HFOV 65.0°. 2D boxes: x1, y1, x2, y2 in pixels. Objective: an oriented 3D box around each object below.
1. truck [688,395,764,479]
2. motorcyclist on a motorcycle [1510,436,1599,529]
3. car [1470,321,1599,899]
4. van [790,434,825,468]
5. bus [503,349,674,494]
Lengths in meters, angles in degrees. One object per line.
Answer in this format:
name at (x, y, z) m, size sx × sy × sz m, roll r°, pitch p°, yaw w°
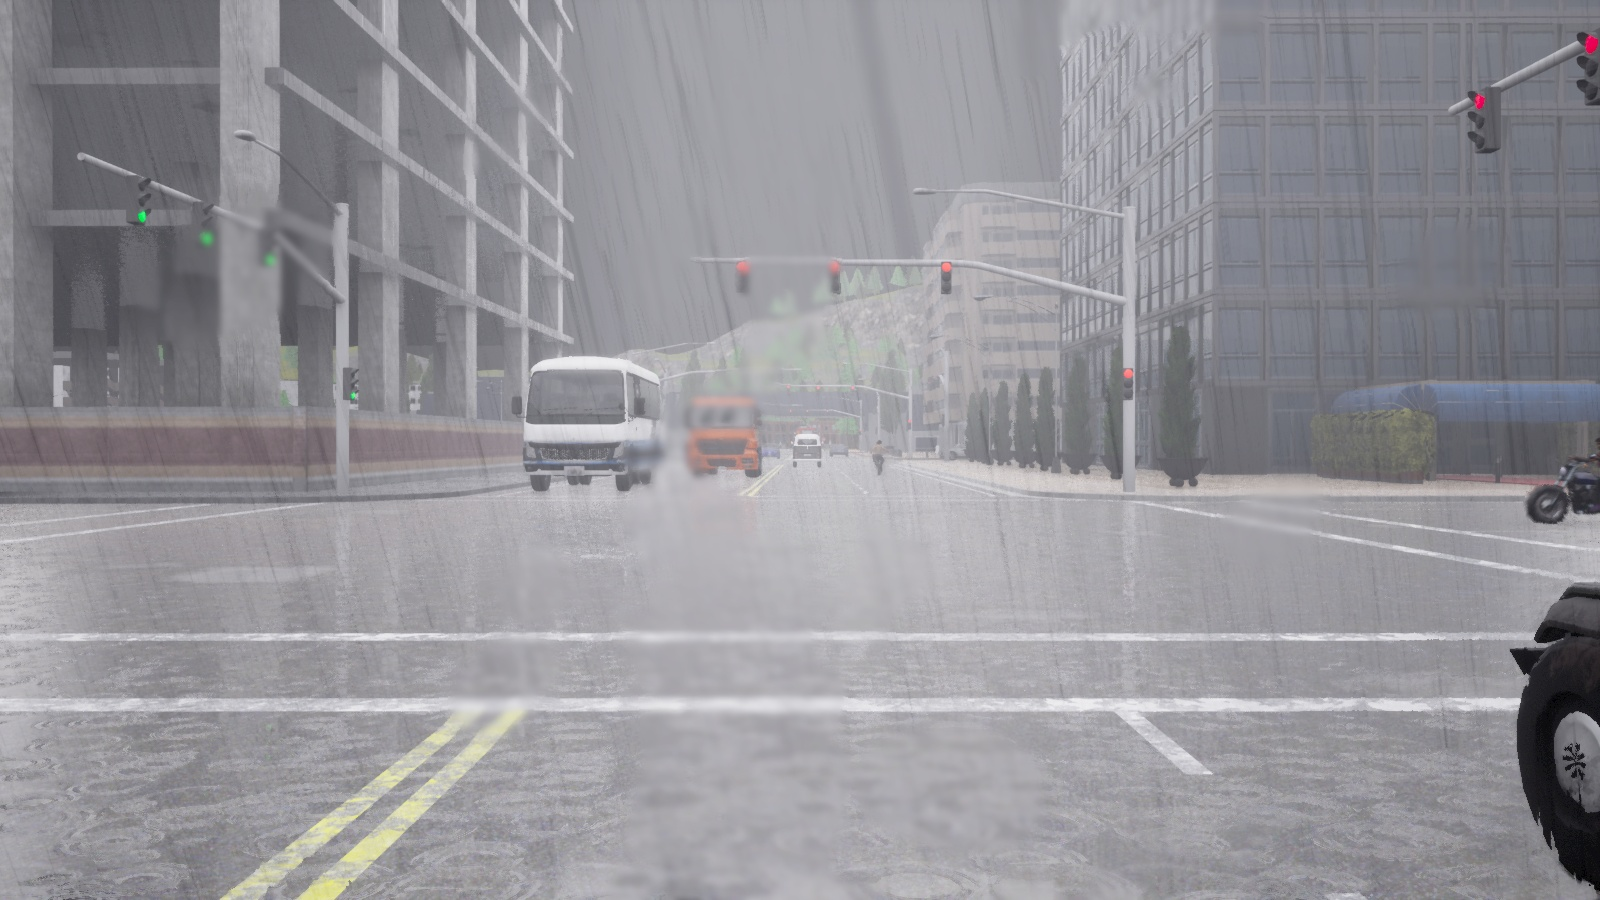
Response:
truck at (-3.171, -0.553, 55.746) m, size 2.891 × 3.462 × 7.936 m, roll 0°, pitch 0°, yaw 0°
motorcyclist on a motorcycle at (14.300, 0.580, 22.814) m, size 2.350 × 1.649 × 0.766 m, roll 0°, pitch 0°, yaw 0°
car at (3.532, 0.529, 2.910) m, size 1.905 × 1.878 × 3.866 m, roll 0°, pitch 0°, yaw 0°
van at (0.452, 0.032, 77.677) m, size 2.069 × 2.038 × 4.480 m, roll 0°, pitch 0°, yaw 0°
bus at (-6.747, -0.873, 42.103) m, size 3.944 × 4.253 × 10.273 m, roll 0°, pitch 0°, yaw 0°
